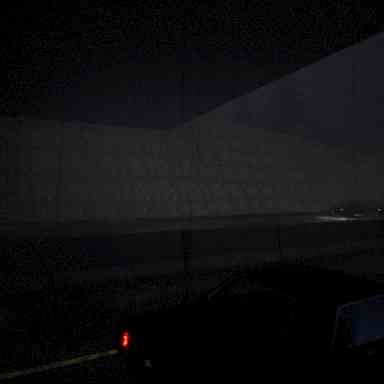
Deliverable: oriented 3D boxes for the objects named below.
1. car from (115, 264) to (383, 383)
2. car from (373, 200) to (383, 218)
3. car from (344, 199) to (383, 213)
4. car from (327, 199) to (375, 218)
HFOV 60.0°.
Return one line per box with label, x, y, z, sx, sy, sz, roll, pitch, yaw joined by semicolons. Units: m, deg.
car;1.636;1.600;3.994;4.718;1.301;1.895;0;0;-27
car;18.119;1.595;28.510;4.718;1.301;1.895;0;0;-27
car;19.633;1.540;37.169;5.357;1.411;2.033;0;0;-27
car;14.548;1.520;30.588;4.674;1.442;1.812;0;0;-28
